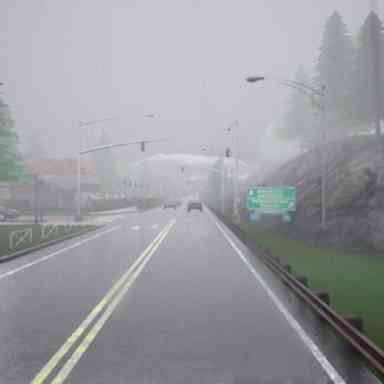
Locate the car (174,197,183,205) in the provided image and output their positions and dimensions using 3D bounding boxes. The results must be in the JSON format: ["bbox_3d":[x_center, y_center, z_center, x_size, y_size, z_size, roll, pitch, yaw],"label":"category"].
[{"bbox_3d":[-3.020,1.985,75.122,1.882,1.535,5.008,0,0,0],"label":"car"}]

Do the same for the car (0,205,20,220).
[{"bbox_3d":[-18.782,1.878,31.259,4.892,1.490,1.837,0,0,1],"label":"car"}]

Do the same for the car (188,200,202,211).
[{"bbox_3d":[0.381,1.808,44.849,1.837,1.490,4.892,0,0,0],"label":"car"}]

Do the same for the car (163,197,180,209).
[{"bbox_3d":[-3.269,1.848,50.833,1.837,1.490,4.892,0,0,1],"label":"car"}]

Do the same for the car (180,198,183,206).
[{"bbox_3d":[-3.174,1.767,61.519,2.097,1.767,4.553,0,0,1],"label":"car"}]
